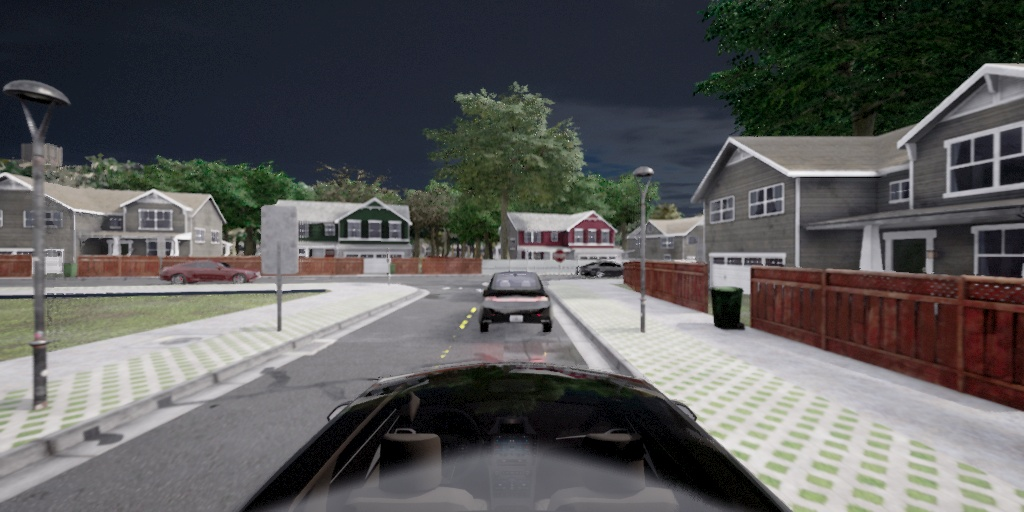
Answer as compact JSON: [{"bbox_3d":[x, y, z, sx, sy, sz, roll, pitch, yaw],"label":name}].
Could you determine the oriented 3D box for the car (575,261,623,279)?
[{"bbox_3d":[8.199,1.206,30.664,4.892,1.490,1.837,1,-1,-19],"label":"car"}]

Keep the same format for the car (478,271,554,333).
[{"bbox_3d":[0.100,1.193,10.506,2.128,1.511,4.902,0,0,0],"label":"car"}]

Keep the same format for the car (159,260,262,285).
[{"bbox_3d":[-17.572,0.969,21.114,4.674,1.442,1.812,1,0,-20],"label":"car"}]
